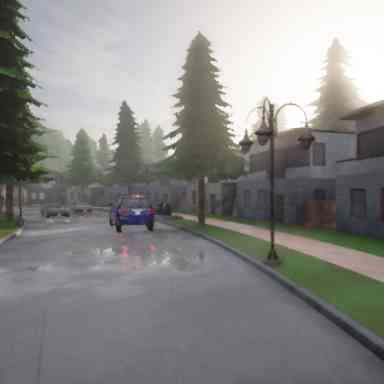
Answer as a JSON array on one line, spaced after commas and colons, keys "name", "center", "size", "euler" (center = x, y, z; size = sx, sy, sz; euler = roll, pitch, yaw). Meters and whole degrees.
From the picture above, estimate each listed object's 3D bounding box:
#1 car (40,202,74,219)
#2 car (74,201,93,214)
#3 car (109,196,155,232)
[{"name": "car", "center": [-12.357, 1.670, 30.002], "size": [1.895, 1.301, 4.718], "euler": [0, 0, -32]}, {"name": "car", "center": [-12.642, 1.670, 36.868], "size": [1.895, 1.301, 4.718], "euler": [0, 0, -37]}, {"name": "car", "center": [-3.857, 1.241, 20.694], "size": [2.150, 2.045, 5.566], "euler": [0, 0, -19]}]
